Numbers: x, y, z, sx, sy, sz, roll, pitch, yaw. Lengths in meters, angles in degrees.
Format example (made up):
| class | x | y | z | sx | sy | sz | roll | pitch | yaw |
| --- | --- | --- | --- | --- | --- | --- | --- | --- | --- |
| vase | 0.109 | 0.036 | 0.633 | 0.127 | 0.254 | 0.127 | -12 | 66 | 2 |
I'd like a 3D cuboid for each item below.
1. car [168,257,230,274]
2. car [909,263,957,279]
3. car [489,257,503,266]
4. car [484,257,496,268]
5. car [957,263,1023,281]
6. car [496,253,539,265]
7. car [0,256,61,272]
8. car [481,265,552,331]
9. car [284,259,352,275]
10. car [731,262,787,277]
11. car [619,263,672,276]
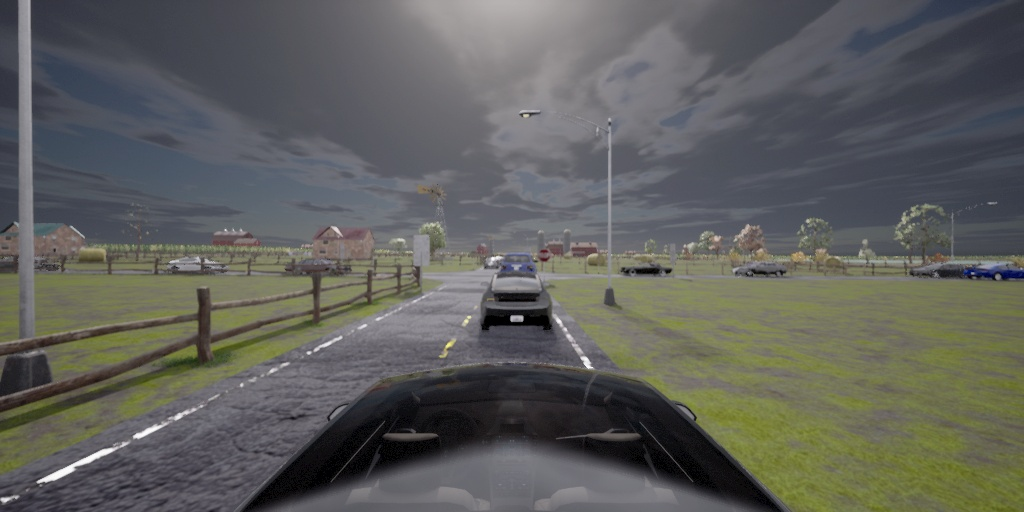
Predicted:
| class | x | y | z | sx | sy | sz | roll | pitch | yaw |
| --- | --- | --- | --- | --- | --- | --- | --- | --- | --- |
| car | -27.914 | 0.811 | 32.003 | 4.674 | 1.442 | 1.812 | 1 | 0 | 0 |
| car | 42.603 | 1.477 | 35.734 | 4.892 | 1.490 | 1.837 | 1 | 0 | 0 |
| car | -2.727 | 0.875 | 61.456 | 2.128 | 1.511 | 4.902 | 0 | 0 | 0 |
| car | -2.769 | 0.955 | 48.827 | 2.128 | 1.511 | 4.902 | 0 | 0 | 0 |
| car | 44.761 | 1.455 | 32.897 | 5.008 | 1.535 | 1.882 | 1 | 0 | 0 |
| car | 0.576 | 0.832 | 24.389 | 2.150 | 2.045 | 5.566 | 0 | 0 | 6 |
| car | -43.025 | 0.691 | 31.855 | 4.181 | 1.385 | 1.994 | 1 | 0 | 0 |
| car | 0.113 | 1.201 | 10.805 | 1.837 | 1.490 | 4.892 | 0 | 0 | 0 |
| car | -17.296 | 0.940 | 32.126 | 5.357 | 1.411 | 2.033 | 1 | 0 | -1 |
| car | 24.472 | 1.297 | 35.563 | 4.902 | 1.511 | 2.128 | 0 | 0 | -1 |
| car | 13.116 | 1.302 | 35.403 | 4.718 | 1.301 | 1.895 | 1 | 0 | -2 |
